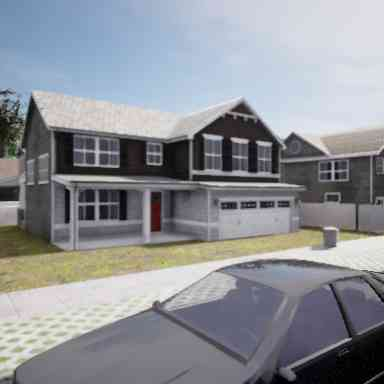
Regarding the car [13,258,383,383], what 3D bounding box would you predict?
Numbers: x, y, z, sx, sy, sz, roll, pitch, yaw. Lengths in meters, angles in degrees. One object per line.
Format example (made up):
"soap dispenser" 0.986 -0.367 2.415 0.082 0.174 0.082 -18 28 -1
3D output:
"car" 0.965 1.556 3.761 5.357 1.411 2.033 0 0 -35
